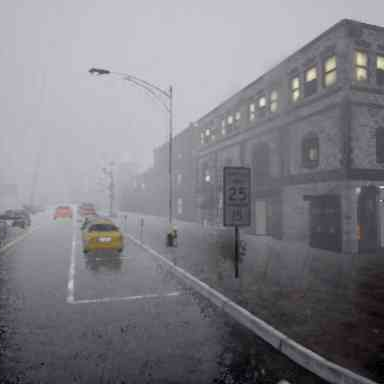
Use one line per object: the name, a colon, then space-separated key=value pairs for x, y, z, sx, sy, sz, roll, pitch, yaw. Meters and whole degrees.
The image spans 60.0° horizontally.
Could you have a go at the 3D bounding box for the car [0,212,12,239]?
car: x=-11.026 y=1.962 z=17.326 sx=1.994 sy=1.385 sz=4.181 roll=1 pitch=-2 yaw=-19

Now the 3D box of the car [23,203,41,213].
car: x=-26.562 y=2.779 z=54.168 sx=2.192 sy=1.841 sz=5.009 roll=2 pitch=-2 yaw=-19

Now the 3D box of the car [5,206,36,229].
car: x=-14.416 y=2.177 z=27.115 sx=2.128 sy=1.511 sz=4.902 roll=1 pitch=-2 yaw=-19

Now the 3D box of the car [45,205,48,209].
car: x=-32.010 y=3.369 z=69.837 sx=1.967 sy=1.590 sz=4.097 roll=2 pitch=-2 yaw=-19

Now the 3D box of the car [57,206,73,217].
car: x=-19.041 y=2.875 z=50.115 sx=2.128 sy=1.511 sz=4.902 roll=1 pitch=-2 yaw=-19

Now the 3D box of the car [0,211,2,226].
car: x=-17.487 y=2.277 z=28.037 sx=1.802 sy=1.307 sz=4.206 roll=2 pitch=-2 yaw=-19

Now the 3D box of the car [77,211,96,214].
car: x=-5.939 y=2.076 z=20.335 sx=2.008 sy=1.369 sz=4.403 roll=2 pitch=-2 yaw=-19

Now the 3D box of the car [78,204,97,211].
car: x=-13.861 y=2.742 z=44.496 sx=1.837 sy=1.490 sz=4.892 roll=1 pitch=-2 yaw=-19

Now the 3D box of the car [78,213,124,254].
car: x=-4.178 y=1.902 z=15.271 sx=1.752 sy=1.417 sz=4.829 roll=2 pitch=-2 yaw=-19

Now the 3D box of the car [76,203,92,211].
car: x=-16.203 y=2.653 z=51.131 sx=2.150 sy=2.045 sz=5.566 roll=1 pitch=-2 yaw=-19

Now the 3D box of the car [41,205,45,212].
car: x=-30.197 y=3.356 z=64.607 sx=1.802 sy=1.307 sz=4.206 roll=2 pitch=-2 yaw=-19

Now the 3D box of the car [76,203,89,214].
car: x=-20.461 y=3.070 z=62.138 sx=2.192 sy=1.841 sz=5.009 roll=2 pitch=-2 yaw=-19

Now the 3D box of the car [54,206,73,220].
car: x=-16.089 y=2.485 z=41.637 sx=2.097 sy=1.767 sz=4.553 roll=1 pitch=-2 yaw=-20

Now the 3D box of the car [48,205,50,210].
car: x=-38.009 y=3.961 z=86.877 sx=1.752 sy=1.417 sz=4.829 roll=2 pitch=-2 yaw=-19
